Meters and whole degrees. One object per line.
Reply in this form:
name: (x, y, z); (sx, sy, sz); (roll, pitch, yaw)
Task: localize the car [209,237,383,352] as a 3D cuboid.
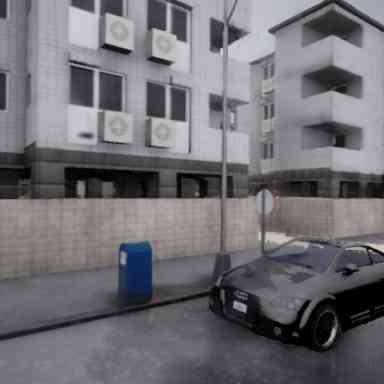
car: (2.374, 1.596, 6.250); (4.181, 1.385, 1.994); (1, 0, -35)
